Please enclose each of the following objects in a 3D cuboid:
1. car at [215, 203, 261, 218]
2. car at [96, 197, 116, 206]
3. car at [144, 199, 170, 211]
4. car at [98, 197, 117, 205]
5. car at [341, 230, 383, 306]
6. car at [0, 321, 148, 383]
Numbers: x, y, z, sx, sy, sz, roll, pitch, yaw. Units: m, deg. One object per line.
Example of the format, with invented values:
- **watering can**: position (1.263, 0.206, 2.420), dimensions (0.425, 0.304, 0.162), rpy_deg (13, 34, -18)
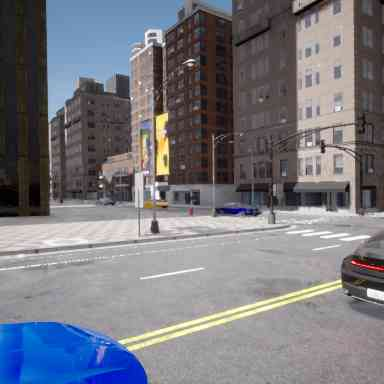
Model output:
- **car**: position (4.291, 1.697, 31.519), dimensions (1.895, 1.301, 4.718), rpy_deg (-1, 1, -35)
- **car**: position (-15.707, 1.797, 60.088), dimensions (2.033, 1.411, 5.357), rpy_deg (-1, 0, -35)
- **car**: position (-4.804, 1.628, 44.436), dimensions (1.882, 1.535, 5.008), rpy_deg (-1, 1, -35)
- **car**: position (-17.193, 1.741, 67.583), dimensions (2.033, 1.411, 5.357), rpy_deg (-1, 0, -35)
- **car**: position (5.114, 1.504, 7.092), dimensions (4.892, 1.490, 1.837), rpy_deg (0, 0, -36)
- **car**: position (-2.577, 1.478, 1.603), dimensions (5.008, 1.535, 1.882), rpy_deg (0, 0, -35)
